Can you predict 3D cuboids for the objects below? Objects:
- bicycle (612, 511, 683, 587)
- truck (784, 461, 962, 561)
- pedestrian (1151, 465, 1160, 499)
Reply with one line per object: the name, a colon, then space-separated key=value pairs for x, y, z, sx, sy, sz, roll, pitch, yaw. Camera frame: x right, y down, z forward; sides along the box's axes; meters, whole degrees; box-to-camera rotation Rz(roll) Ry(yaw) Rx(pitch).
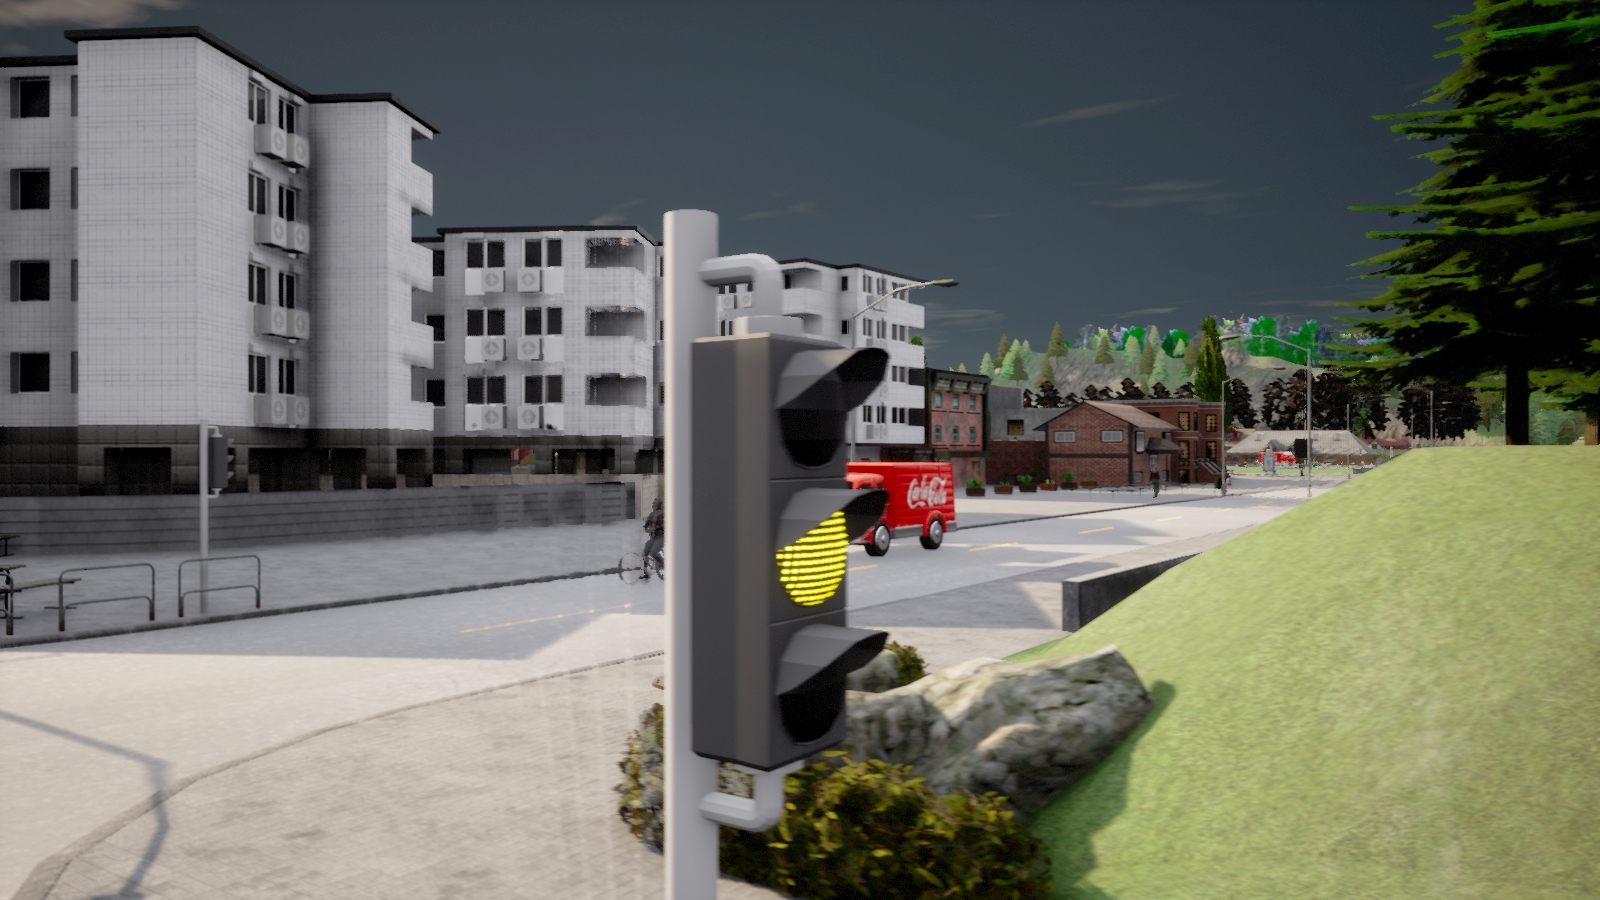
bicycle: x=-3.223 y=2.073 z=24.231 sx=0.329 sy=1.471 sz=1.835 roll=0 pitch=0 yaw=35
truck: x=2.138 y=1.578 z=31.842 sx=2.627 sy=2.467 sz=5.204 roll=0 pitch=0 yaw=35
pedestrian: x=19.749 y=1.760 z=63.466 sx=0.375 sy=1.860 sz=0.375 roll=0 pitch=0 yaw=38
